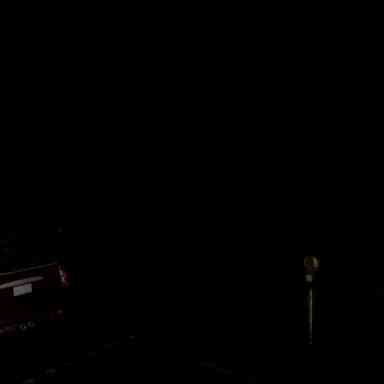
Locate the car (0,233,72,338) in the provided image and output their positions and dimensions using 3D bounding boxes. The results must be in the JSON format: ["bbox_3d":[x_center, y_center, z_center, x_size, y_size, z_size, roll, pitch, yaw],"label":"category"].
[{"bbox_3d":[-4.033,1.440,5.949,4.097,1.590,1.967,0,0,35],"label":"car"}]
